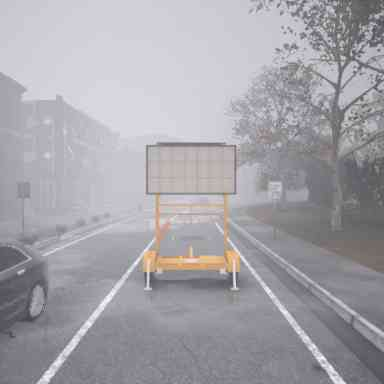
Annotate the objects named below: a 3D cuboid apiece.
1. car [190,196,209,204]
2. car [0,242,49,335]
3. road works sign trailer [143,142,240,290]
[{"bbox_3d":[1.320,1.446,55.441,2.128,1.511,4.902,-1,0,25],"label":"car"},{"bbox_3d":[-3.607,1.506,4.430,1.837,1.490,4.892,0,0,0],"label":"car"},{"bbox_3d":[-0.020,0.467,9.035,2.380,3.560,2.880,0,0,0],"label":"road works sign trailer"}]
